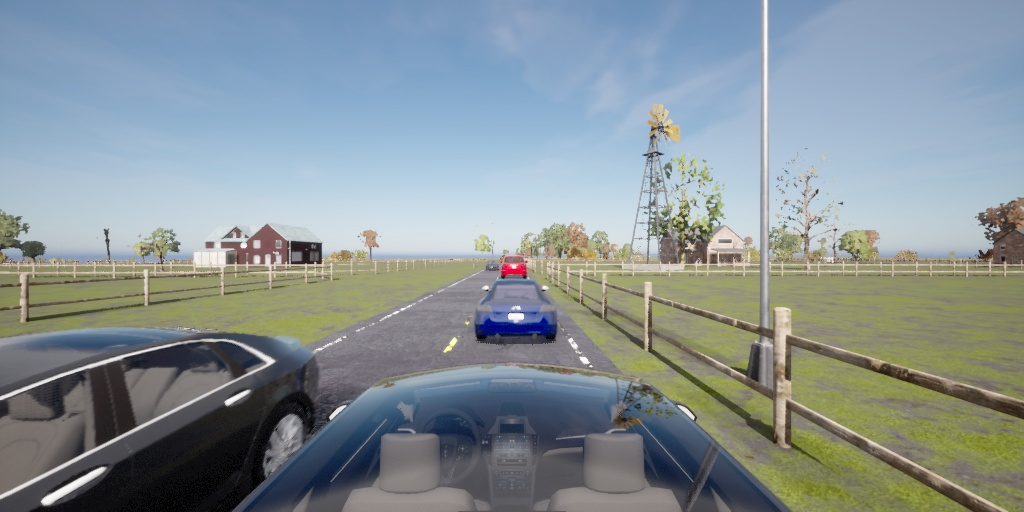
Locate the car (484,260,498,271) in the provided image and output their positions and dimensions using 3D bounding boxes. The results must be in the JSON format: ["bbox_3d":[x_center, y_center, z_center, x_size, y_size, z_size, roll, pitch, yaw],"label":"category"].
[{"bbox_3d":[-2.629,1.261,49.076,1.837,1.490,4.892,0,0,0],"label":"car"}]

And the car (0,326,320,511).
[{"bbox_3d":[-2.851,1.255,1.686,1.837,1.490,4.892,0,0,0],"label":"car"}]

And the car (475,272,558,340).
[{"bbox_3d":[0.101,1.315,9.981,1.994,1.385,4.181,0,0,0],"label":"car"}]

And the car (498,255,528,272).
[{"bbox_3d":[0.173,0.973,30.904,2.150,2.045,5.566,0,0,0],"label":"car"}]
